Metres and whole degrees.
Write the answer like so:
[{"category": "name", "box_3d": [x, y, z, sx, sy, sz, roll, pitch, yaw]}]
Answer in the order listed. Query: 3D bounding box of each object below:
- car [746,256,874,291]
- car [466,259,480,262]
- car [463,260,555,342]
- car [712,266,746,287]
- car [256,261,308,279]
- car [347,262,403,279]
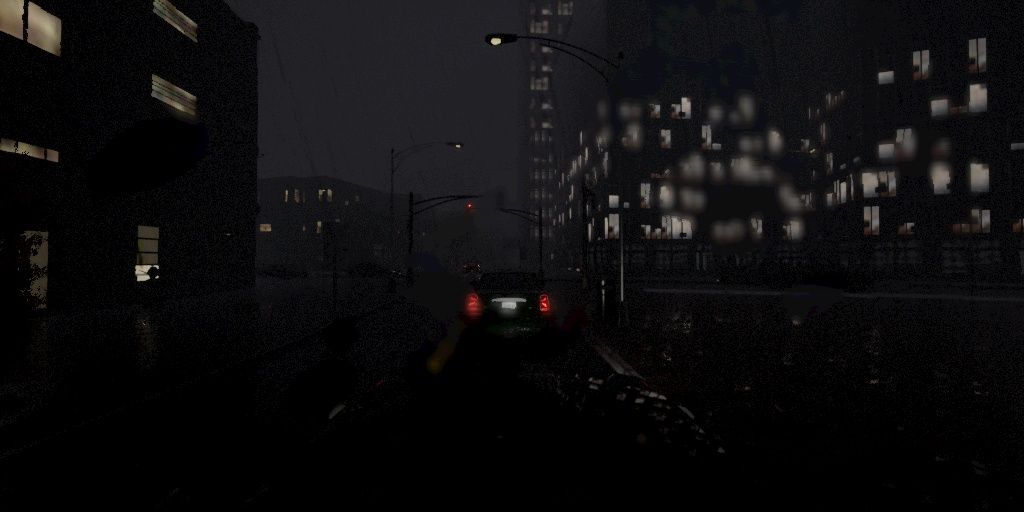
[{"category": "car", "box_3d": [16.022, 0.931, 19.378, 5.009, 1.841, 2.192, 0, 0, 19]}, {"category": "car", "box_3d": [-4.724, 1.112, 42.737, 2.097, 1.767, 4.553, 0, 0, -5]}, {"category": "car", "box_3d": [-0.088, 1.105, 9.990, 2.097, 1.767, 4.553, 0, 0, -1]}, {"category": "car", "box_3d": [15.334, 1.265, 22.357, 4.718, 1.301, 1.895, 0, -1, 19]}, {"category": "car", "box_3d": [-20.166, 1.321, 31.691, 4.313, 1.339, 1.948, 0, 0, 19]}, {"category": "car", "box_3d": [-12.198, 1.280, 31.989, 4.892, 1.490, 1.837, 0, -1, 12]}]
